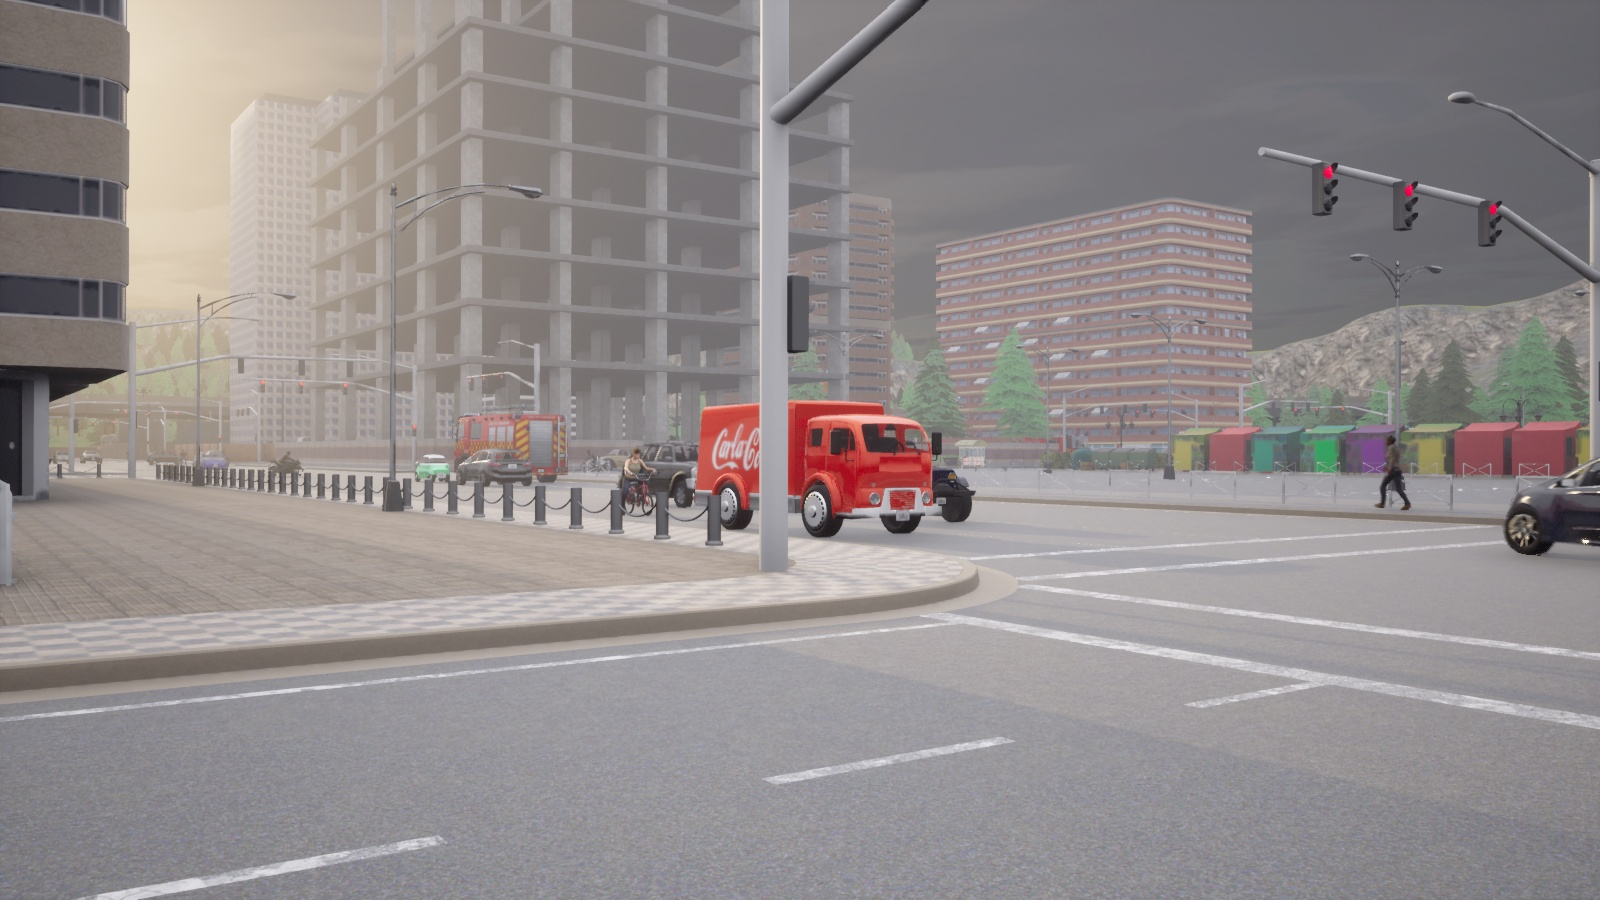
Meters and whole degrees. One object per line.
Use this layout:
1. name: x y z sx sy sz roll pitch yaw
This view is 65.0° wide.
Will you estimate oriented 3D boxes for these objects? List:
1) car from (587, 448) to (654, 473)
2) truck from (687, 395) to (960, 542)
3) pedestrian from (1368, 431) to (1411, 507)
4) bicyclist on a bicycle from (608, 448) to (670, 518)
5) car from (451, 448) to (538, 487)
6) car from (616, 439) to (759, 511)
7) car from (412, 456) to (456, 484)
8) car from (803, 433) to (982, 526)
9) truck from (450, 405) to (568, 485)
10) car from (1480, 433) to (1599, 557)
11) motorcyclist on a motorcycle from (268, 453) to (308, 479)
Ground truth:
1. car: -13.560 0.767 95.001 4.605 1.855 1.932 0 0 -35
2. truck: 0.298 0.316 23.968 2.627 2.467 5.204 0 0 -35
3. pedestrian: 14.130 0.447 30.093 0.328 1.805 0.869 0 0 -36
4. bicyclist on a bicycle: -3.851 0.763 29.902 0.866 1.612 1.509 0 0 -35
5. car: -13.688 0.756 56.158 2.242 1.667 4.611 0 0 -35
6. car: -3.232 0.654 35.115 1.932 1.855 4.605 0 0 -35
7. car: -18.258 0.992 62.681 1.481 1.376 2.207 0 0 -35
8. car: 1.961 0.604 27.694 1.905 1.878 3.866 0 0 -35
9. truck: -14.961 -0.231 64.075 2.891 3.827 8.468 0 0 -35
10. car: 11.875 0.606 17.283 2.242 1.667 4.611 0 0 -5
11. motorcyclist on a motorcycle: -30.354 0.944 74.419 2.044 1.523 0.797 0 0 -36
